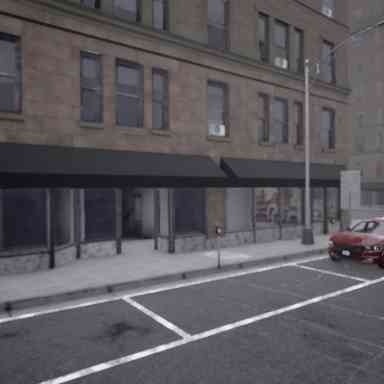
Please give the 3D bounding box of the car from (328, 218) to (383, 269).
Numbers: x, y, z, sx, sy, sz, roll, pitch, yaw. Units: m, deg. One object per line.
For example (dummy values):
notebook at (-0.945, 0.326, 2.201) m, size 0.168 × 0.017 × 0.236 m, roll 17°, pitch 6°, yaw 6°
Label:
car at (6.345, 1.546, 11.054) m, size 4.507 × 1.381 × 1.887 m, roll 0°, pitch -1°, yaw -35°
